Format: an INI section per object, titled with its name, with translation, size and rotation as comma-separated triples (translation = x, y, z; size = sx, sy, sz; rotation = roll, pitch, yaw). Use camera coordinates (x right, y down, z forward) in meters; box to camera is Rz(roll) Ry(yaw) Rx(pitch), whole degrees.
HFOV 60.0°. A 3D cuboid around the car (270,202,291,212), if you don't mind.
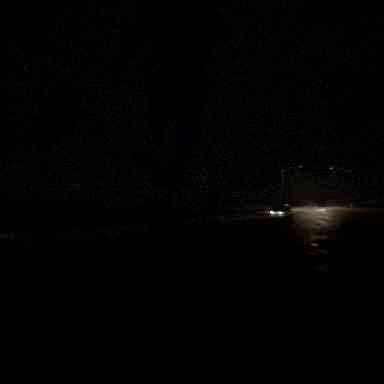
[car]
translation = 13.399, 2.258, 50.356
size = 1.994, 1.385, 4.181
rotation = -1, -1, 36
